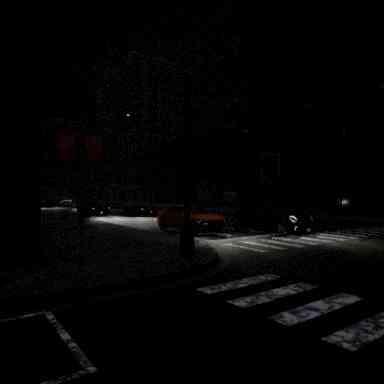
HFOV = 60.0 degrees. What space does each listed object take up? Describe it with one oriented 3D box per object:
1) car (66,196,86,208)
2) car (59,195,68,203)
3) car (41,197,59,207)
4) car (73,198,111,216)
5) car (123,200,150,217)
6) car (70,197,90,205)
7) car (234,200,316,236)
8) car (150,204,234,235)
[{"bbox_3d":[-15.248,1.495,45.476,1.994,1.385,4.181,0,0,-35],"label":"car"},{"bbox_3d":[-25.126,1.380,65.027,2.128,1.511,4.902,0,0,-36],"label":"car"},{"bbox_3d":[-21.269,1.457,48.369,1.812,1.442,4.674,0,0,-36],"label":"car"},{"bbox_3d":[-9.407,1.557,31.728,1.895,1.301,4.718,0,0,-35],"label":"car"},{"bbox_3d":[-4.932,1.482,31.077,1.812,1.442,4.674,0,0,-36],"label":"car"},{"bbox_3d":[-19.053,1.510,56.598,1.895,1.301,4.718,0,0,-36],"label":"car"},{"bbox_3d":[4.450,1.333,18.420,2.097,1.767,4.553,0,0,-39],"label":"car"},{"bbox_3d":[-0.164,1.458,18.885,1.882,1.535,5.008,0,0,-36],"label":"car"}]
